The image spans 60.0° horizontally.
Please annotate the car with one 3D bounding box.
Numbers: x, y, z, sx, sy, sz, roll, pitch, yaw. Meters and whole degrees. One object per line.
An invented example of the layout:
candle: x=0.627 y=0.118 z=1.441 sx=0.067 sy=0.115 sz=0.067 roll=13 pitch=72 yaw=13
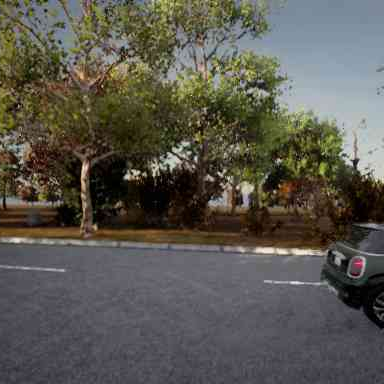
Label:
car: x=4.916 y=1.382 z=6.186 sx=4.553 sy=1.767 sz=2.097 roll=1 pitch=-1 yaw=6
